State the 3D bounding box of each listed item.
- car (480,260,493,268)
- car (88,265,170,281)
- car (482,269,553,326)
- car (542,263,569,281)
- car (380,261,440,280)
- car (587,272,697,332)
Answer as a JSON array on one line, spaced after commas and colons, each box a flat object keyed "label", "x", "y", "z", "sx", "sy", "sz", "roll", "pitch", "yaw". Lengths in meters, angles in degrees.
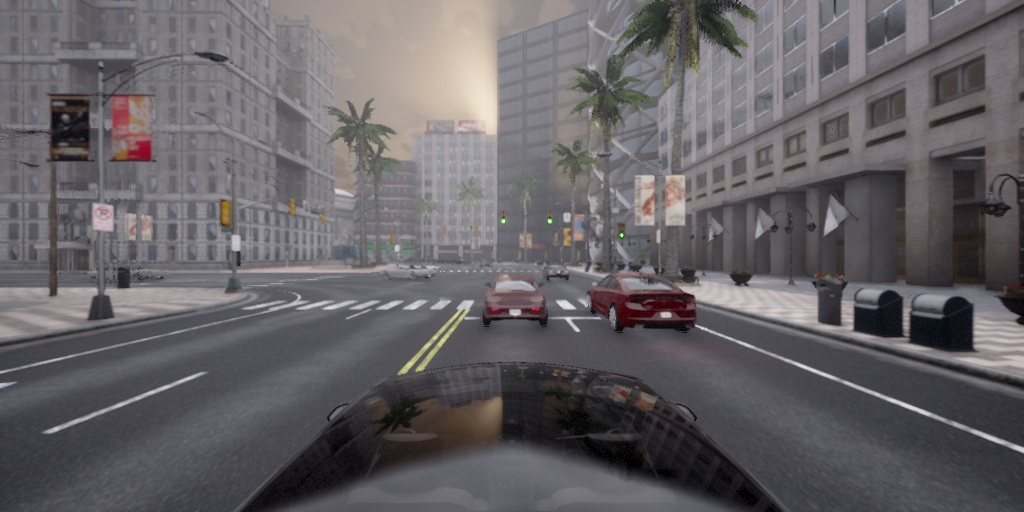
[{"label": "car", "x": -4.212, "y": 1.266, "z": 59.052, "sx": 1.994, "sy": 1.385, "sz": 4.181, "roll": 0, "pitch": 0, "yaw": -7}, {"label": "car", "x": -30.165, "y": 1.326, "z": 28.359, "sx": 4.718, "sy": 1.301, "sz": 1.895, "roll": 0, "pitch": 0, "yaw": 0}, {"label": "car", "x": 0.092, "y": 1.267, "z": 11.459, "sx": 1.812, "sy": 1.442, "sz": 4.674, "roll": 0, "pitch": 0, "yaw": 0}, {"label": "car", "x": 3.599, "y": 1.274, "z": 30.151, "sx": 2.033, "sy": 1.411, "sz": 5.357, "roll": 0, "pitch": 0, "yaw": 0}, {"label": "car", "x": -8.764, "y": 1.326, "z": 30.168, "sx": 4.718, "sy": 1.301, "sz": 1.895, "roll": 0, "pitch": 0, "yaw": 25}, {"label": "car", "x": 3.589, "y": 1.220, "z": 10.815, "sx": 1.882, "sy": 1.535, "sz": 5.008, "roll": 0, "pitch": 0, "yaw": 0}]
